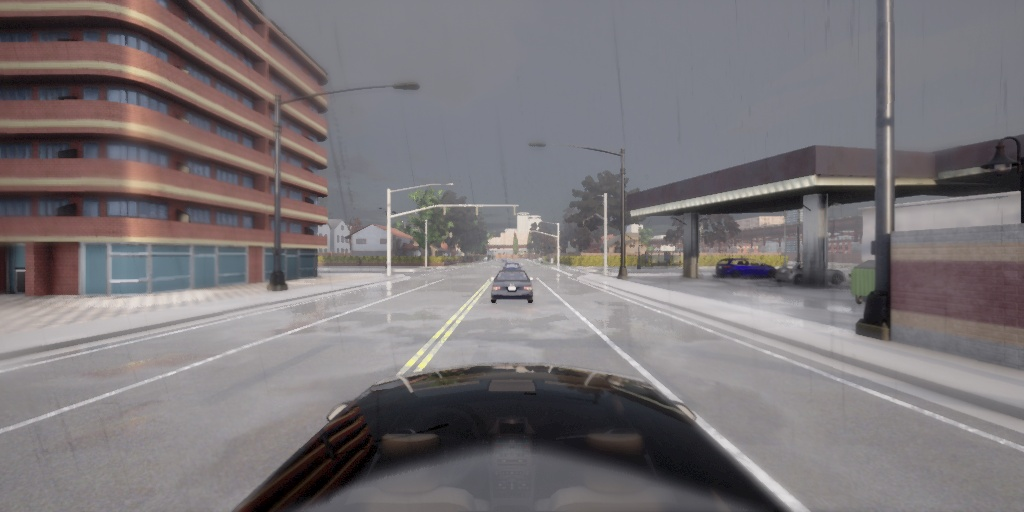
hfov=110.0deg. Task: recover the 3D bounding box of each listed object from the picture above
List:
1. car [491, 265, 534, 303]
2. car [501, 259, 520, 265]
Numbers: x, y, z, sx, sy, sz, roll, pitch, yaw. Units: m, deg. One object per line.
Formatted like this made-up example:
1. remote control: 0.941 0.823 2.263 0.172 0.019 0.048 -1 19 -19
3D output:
1. car: 0.000 1.312 16.500 2.033 1.411 5.357 0 0 0
2. car: 0.000 1.282 31.500 1.812 1.442 4.674 0 0 0
